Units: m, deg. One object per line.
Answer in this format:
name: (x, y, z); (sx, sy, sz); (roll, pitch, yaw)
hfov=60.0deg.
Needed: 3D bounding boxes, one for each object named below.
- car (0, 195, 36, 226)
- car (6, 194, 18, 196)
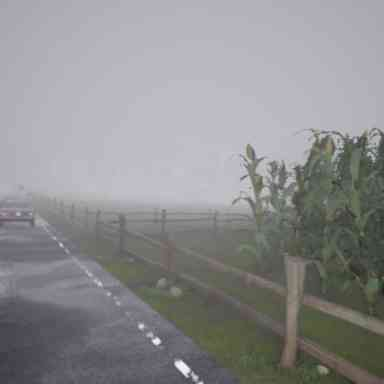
car: (-10.458, 1.183, 19.898); (2.033, 1.411, 5.357); (3, 0, -29)
car: (-18.369, 0.904, 33.818); (1.994, 1.385, 4.181); (3, 0, -30)
